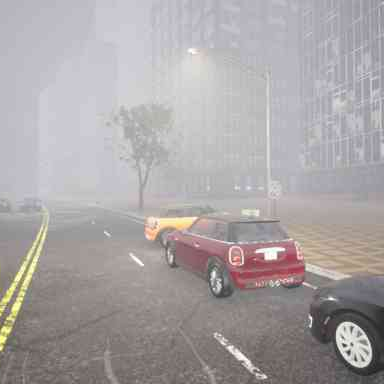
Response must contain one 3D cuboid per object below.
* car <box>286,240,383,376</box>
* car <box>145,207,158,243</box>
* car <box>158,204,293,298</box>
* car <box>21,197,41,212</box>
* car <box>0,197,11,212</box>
[{"bbox_3d":[3.595,1.505,3.441,1.837,1.490,4.892,0,0,-36],"label":"car"},{"bbox_3d":[0.284,1.276,14.551,4.553,1.767,2.097,-3,1,-18],"label":"car"},{"bbox_3d":[0.836,1.355,8.900,2.097,1.767,4.553,0,0,-22],"label":"car"},{"bbox_3d":[-19.013,1.393,39.353,2.097,1.767,4.553,0,0,-24],"label":"car"},{"bbox_3d":[-21.976,1.390,38.018,2.097,1.767,4.553,0,0,-24],"label":"car"}]
